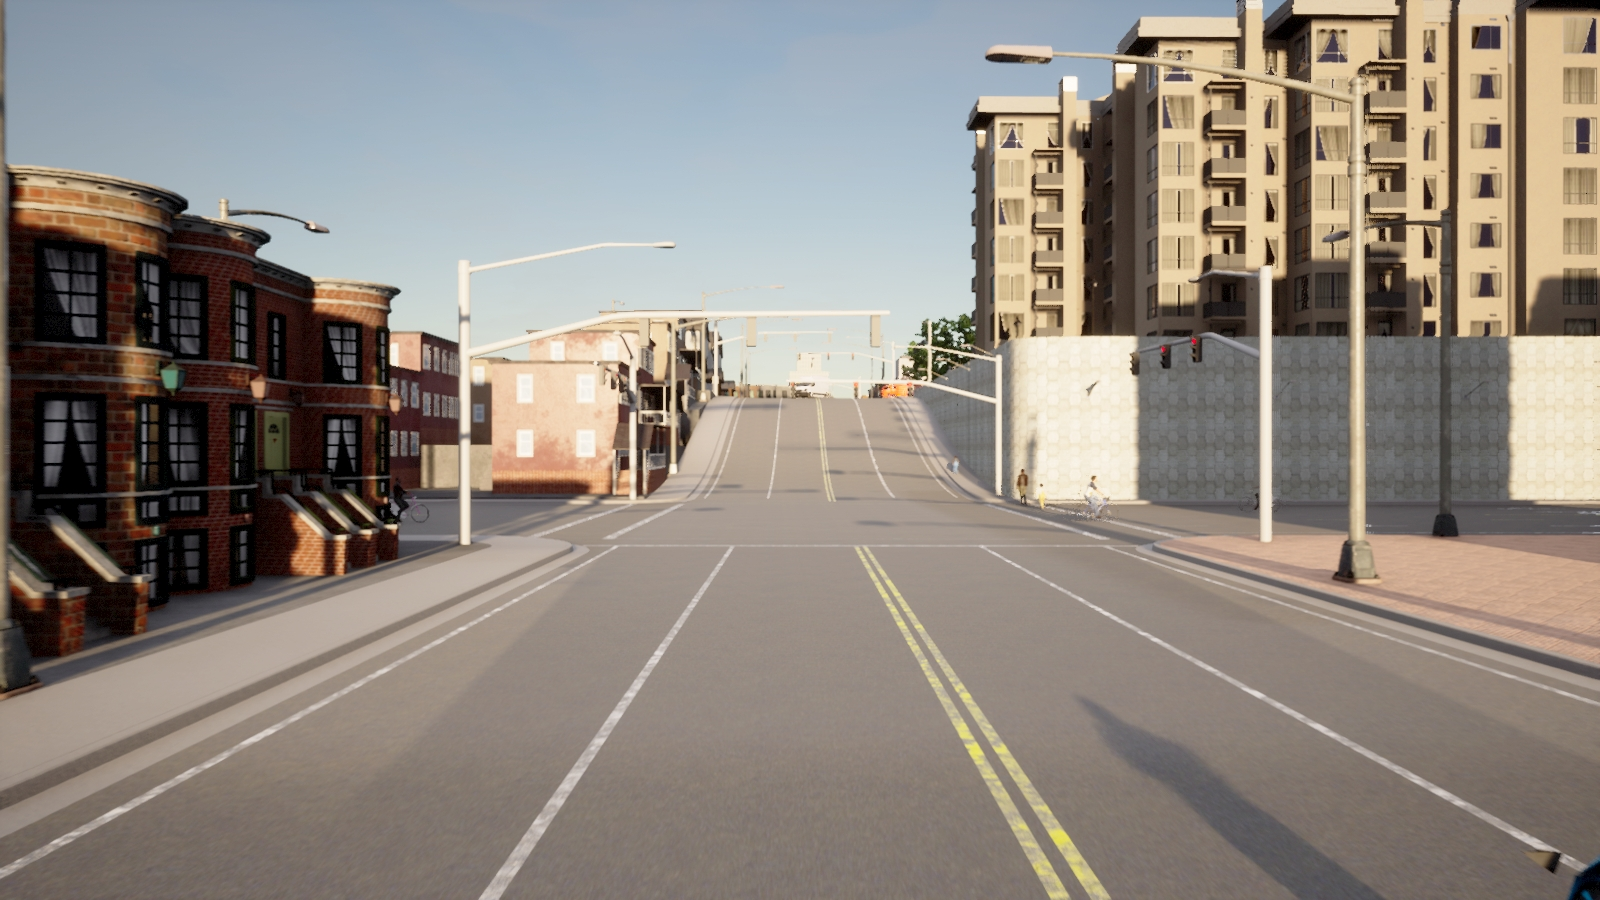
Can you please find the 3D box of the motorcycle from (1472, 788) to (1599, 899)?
[{"bbox_3d":[3.499,2.171,4.246,0.803,1.224,2.033,0,0,0],"label":"motorcycle"}]

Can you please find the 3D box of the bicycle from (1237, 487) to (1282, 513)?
[{"bbox_3d":[20.290,2.209,50.461,1.835,1.126,0.329,0,0,0],"label":"bicycle"}]

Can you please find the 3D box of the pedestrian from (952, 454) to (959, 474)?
[{"bbox_3d":[10.128,0.904,74.396,0.375,1.300,0.375,0,0,1],"label":"pedestrian"}]

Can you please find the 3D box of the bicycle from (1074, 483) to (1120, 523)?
[{"bbox_3d":[11.416,2.022,43.941,1.643,1.521,0.373,0,-1,7],"label":"bicycle"}]

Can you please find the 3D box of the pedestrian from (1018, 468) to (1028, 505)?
[{"bbox_3d":[11.108,1.821,56.950,0.375,1.860,0.375,0,0,-5],"label":"pedestrian"}]

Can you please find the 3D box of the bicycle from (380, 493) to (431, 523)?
[{"bbox_3d":[-15.034,2.212,43.582,1.835,1.126,0.329,0,0,0],"label":"bicycle"}]

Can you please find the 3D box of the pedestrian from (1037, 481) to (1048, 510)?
[{"bbox_3d":[11.155,2.103,52.561,0.375,1.300,0.375,0,0,-8],"label":"pedestrian"}]
